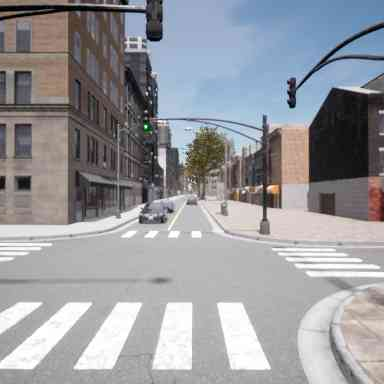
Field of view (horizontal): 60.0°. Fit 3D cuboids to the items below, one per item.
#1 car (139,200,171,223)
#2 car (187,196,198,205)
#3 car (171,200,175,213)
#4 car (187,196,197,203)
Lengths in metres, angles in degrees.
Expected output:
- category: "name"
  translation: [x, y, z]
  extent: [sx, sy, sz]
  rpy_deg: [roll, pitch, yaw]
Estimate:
- category: "car"
  translation: [-2.884, 1.536, 25.429]
  extent: [1.812, 1.442, 4.674]
  rpy_deg: [0, 0, 0]
- category: "car"
  translation: [0.017, 1.579, 58.910]
  extent: [2.033, 1.411, 5.357]
  rpy_deg: [0, 0, 1]
- category: "car"
  translation: [-2.899, 1.561, 36.774]
  extent: [2.033, 1.411, 5.357]
  rpy_deg: [0, 0, 0]
- category: "car"
  translation: [0.008, 1.606, 69.192]
  extent: [1.994, 1.385, 4.181]
  rpy_deg: [0, 0, 0]
